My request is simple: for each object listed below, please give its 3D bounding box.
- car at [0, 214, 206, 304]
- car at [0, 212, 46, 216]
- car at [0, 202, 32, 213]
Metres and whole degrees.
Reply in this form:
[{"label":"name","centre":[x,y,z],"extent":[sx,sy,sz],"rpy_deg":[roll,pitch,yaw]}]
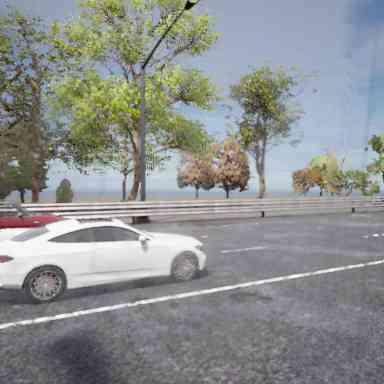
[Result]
[{"label":"car","centre":[-1.932,1.304,7.408],"extent":[4.674,1.442,1.812],"rpy_deg":[0,0,-28]},{"label":"car","centre":[-6.194,1.398,9.093],"extent":[4.718,1.301,1.895],"rpy_deg":[0,0,-28]},{"label":"car","centre":[-7.004,1.141,12.626],"extent":[4.553,1.767,2.097],"rpy_deg":[0,0,-28]}]
